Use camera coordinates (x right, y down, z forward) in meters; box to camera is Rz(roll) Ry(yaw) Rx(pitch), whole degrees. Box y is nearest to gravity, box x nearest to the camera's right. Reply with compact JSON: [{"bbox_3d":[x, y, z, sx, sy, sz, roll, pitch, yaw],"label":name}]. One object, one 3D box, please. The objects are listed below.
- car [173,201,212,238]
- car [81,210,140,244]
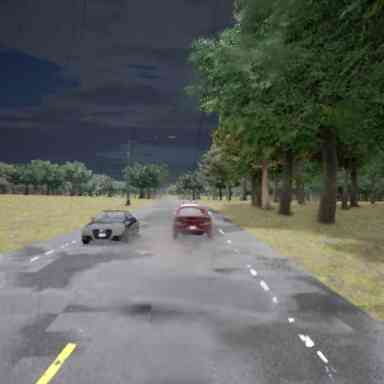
[{"bbox_3d":[0.011,1.470,17.591,1.882,1.535,5.008,0,0,0],"label":"car"},{"bbox_3d":[-3.670,1.558,15.557,1.994,1.385,4.181,0,0,0],"label":"car"}]
